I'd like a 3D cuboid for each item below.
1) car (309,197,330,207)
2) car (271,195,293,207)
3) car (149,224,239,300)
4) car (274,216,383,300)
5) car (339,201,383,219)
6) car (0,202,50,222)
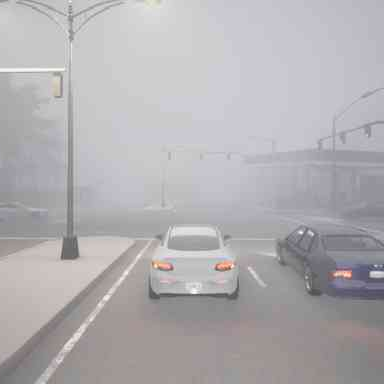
[{"bbox_3d":[18.630,1.433,48.691,1.970,1.475,3.806,0,0,0],"label":"car"},{"bbox_3d":[12.891,1.261,47.890,2.242,1.667,4.611,0,0,0],"label":"car"},{"bbox_3d":[0.032,1.516,8.260,1.812,1.442,4.674,0,0,0],"label":"car"},{"bbox_3d":[3.511,1.545,8.567,2.033,1.411,5.357,0,0,3],"label":"car"},{"bbox_3d":[14.749,1.523,27.755,4.674,1.442,1.812,0,0,-1],"label":"car"},{"bbox_3d":[-13.180,1.465,24.882,4.674,1.442,1.812,0,0,-9],"label":"car"}]
